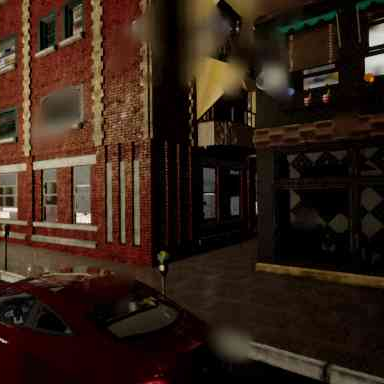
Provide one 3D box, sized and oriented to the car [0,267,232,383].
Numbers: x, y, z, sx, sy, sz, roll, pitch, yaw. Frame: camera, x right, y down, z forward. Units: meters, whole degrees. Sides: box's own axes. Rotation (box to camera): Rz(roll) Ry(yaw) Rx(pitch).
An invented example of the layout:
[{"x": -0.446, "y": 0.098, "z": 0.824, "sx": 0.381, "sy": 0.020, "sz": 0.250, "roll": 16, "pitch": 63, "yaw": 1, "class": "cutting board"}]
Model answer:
[{"x": -1.551, "y": 1.583, "z": 3.959, "sx": 4.206, "sy": 1.307, "sz": 1.802, "roll": 0, "pitch": -1, "yaw": 36, "class": "car"}]
